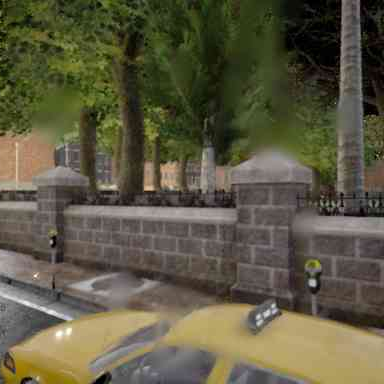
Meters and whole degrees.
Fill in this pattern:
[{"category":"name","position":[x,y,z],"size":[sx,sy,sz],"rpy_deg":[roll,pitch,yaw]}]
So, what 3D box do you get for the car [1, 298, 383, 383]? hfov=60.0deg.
[{"category":"car","position":[0.299,1.524,2.607],"size":[4.829,1.417,1.752],"rpy_deg":[0,-1,35]}]
